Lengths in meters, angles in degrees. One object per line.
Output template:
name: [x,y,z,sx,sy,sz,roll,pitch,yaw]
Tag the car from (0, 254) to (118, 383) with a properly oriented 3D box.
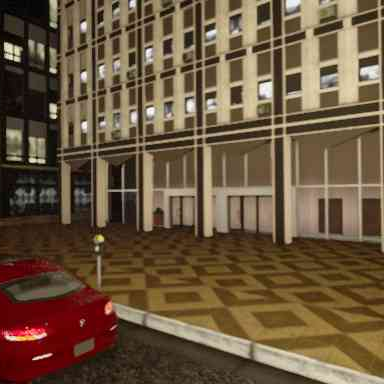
car: [-2.901,1.605,4.960,4.206,1.307,1.802,0,-1,36]
